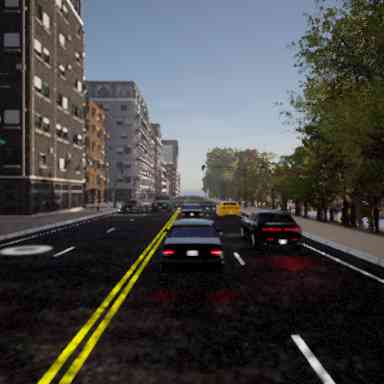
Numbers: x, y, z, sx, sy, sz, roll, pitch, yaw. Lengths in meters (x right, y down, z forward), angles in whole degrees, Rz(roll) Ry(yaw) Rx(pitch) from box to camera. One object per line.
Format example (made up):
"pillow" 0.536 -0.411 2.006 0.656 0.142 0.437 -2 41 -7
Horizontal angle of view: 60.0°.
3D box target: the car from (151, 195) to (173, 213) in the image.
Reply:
"car" -3.359 1.333 38.081 2.150 2.045 5.566 0 -1 0

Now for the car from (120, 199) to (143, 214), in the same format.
"car" -6.614 1.612 36.789 1.837 1.490 4.892 0 -1 0

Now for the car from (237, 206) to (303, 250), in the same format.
"car" 3.303 1.544 14.457 1.837 1.490 4.892 0 0 0

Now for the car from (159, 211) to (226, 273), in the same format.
"car" 0.031 1.576 10.786 2.033 1.411 5.357 0 0 0

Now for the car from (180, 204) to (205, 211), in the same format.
"car" 0.011 1.619 25.817 2.033 1.411 5.357 0 0 0

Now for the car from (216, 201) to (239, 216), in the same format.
"car" 3.288 1.562 30.402 1.882 1.535 5.008 0 0 0
